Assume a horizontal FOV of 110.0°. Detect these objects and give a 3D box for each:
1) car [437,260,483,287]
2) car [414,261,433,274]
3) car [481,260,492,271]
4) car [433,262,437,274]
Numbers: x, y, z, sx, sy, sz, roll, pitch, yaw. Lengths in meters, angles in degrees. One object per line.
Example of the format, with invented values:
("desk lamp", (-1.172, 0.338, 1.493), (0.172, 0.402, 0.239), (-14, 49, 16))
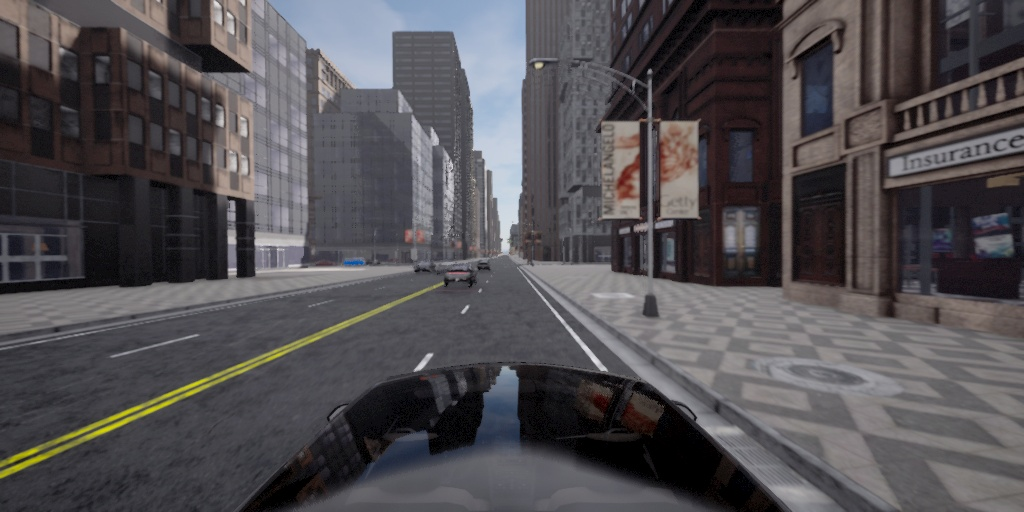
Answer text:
("car", (-3.415, 1.256, 24.528), (2.128, 1.511, 4.902), (0, 0, -1))
("car", (-10.275, 1.349, 43.123), (2.033, 1.411, 5.357), (0, 0, 0))
("car", (-3.711, 1.252, 47.952), (1.837, 1.490, 4.892), (0, 0, -1))
("car", (-7.011, 1.305, 39.313), (1.812, 1.442, 4.674), (0, 0, 0))
